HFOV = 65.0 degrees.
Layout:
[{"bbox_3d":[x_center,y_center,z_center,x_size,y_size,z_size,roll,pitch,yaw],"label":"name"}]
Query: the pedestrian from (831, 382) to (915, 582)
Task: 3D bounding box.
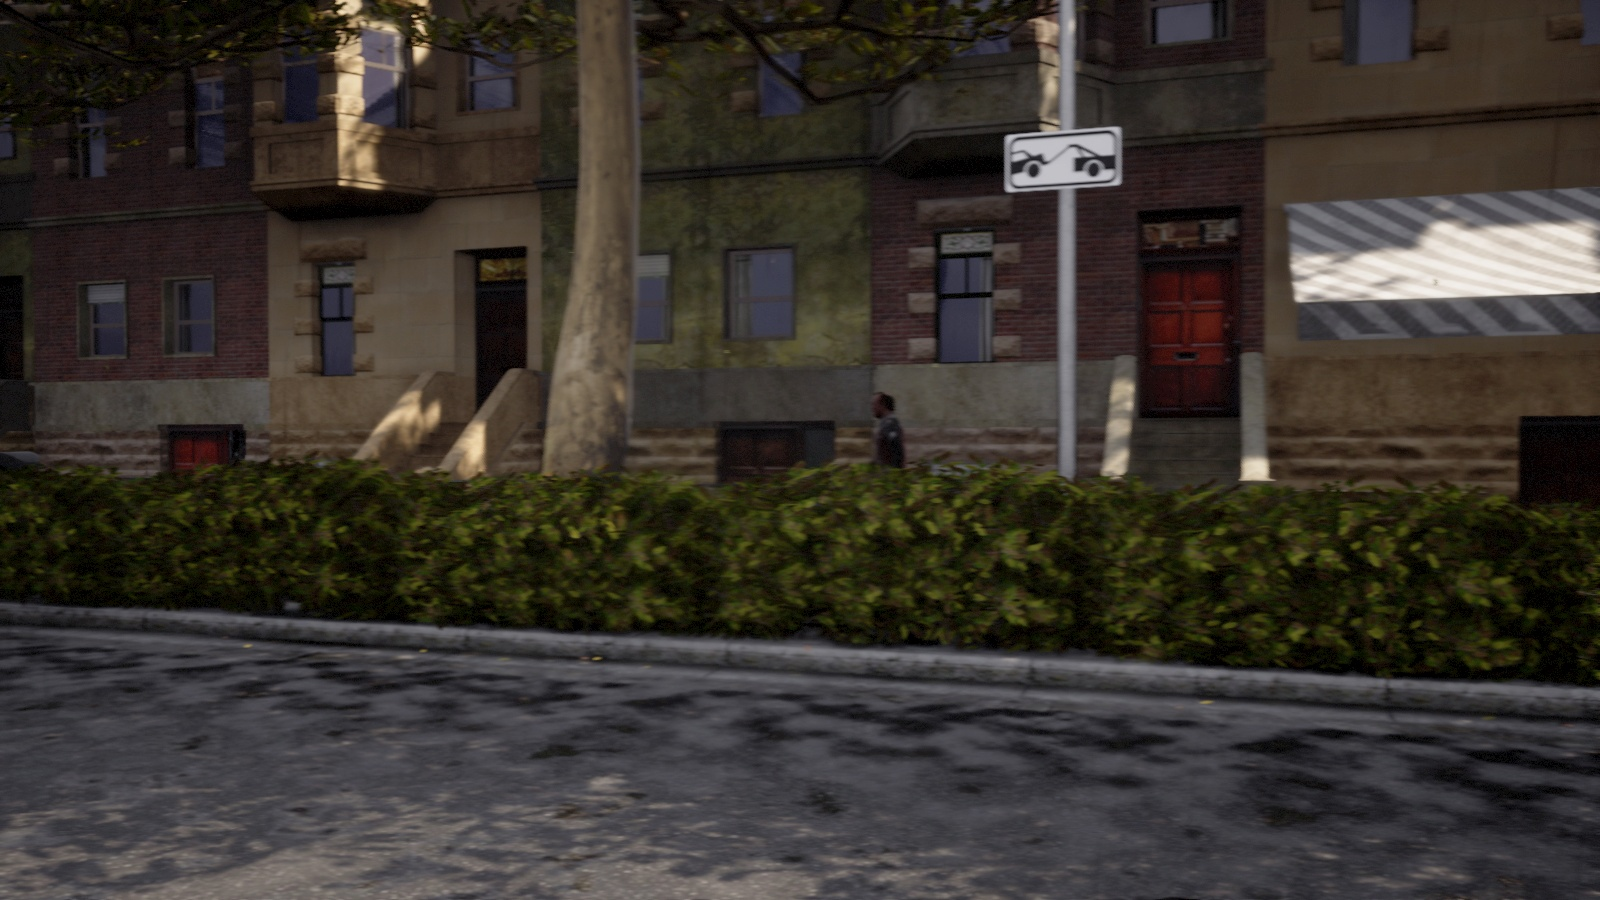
[{"bbox_3d":[0.694,0.295,11.915,0.720,1.854,0.376,1,1,18],"label":"pedestrian"}]
